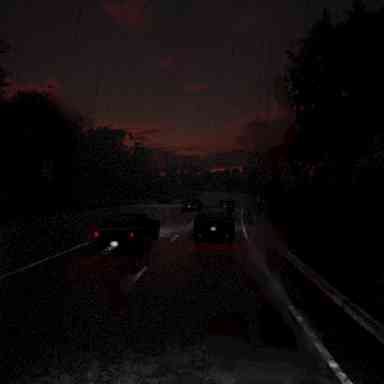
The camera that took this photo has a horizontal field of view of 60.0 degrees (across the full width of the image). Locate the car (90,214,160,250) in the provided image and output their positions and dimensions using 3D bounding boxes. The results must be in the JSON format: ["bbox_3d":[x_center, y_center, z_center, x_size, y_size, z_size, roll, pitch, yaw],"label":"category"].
[{"bbox_3d":[-2.612,1.572,14.258,1.895,1.301,4.718,0,0,5],"label":"car"}]

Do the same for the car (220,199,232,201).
[{"bbox_3d":[3.626,1.465,35.353,2.033,1.411,5.357,0,0,9],"label":"car"}]

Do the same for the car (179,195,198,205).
[{"bbox_3d":[-0.532,1.320,53.734,2.033,1.411,5.357,0,0,10],"label":"car"}]

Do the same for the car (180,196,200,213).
[{"bbox_3d":[0.100,1.457,35.449,2.033,1.411,5.357,0,0,9],"label":"car"}]

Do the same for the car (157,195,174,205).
[{"bbox_3d":[-4.195,1.279,53.142,1.837,1.490,4.892,0,0,10],"label":"car"}]

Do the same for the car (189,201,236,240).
[{"bbox_3d":[1.178,1.453,16.981,1.882,1.535,5.008,0,0,6],"label":"car"}]
